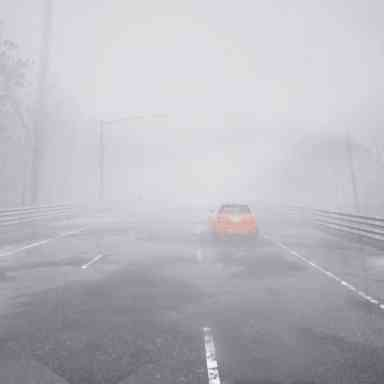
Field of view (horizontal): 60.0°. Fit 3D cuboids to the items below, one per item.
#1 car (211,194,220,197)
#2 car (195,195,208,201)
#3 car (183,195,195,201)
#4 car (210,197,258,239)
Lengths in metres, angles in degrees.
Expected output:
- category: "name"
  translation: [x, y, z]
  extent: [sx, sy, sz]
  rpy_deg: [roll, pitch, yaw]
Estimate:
- category: "car"
  translation: [5.953, 1.437, 86.310]
  extent: [2.097, 1.767, 4.553]
  rpy_deg: [0, 0, 6]
- category: "car"
  translation: [2.397, 1.676, 85.897]
  extent: [1.895, 1.301, 4.718]
  rpy_deg: [0, 0, 6]
- category: "car"
  translation: [-1.132, 1.621, 85.775]
  extent: [2.033, 1.411, 5.357]
  rpy_deg: [0, 0, 6]
- category: "car"
  translation: [2.071, 1.357, 17.497]
  extent: [2.097, 1.767, 4.553]
  rpy_deg: [0, 0, 1]
